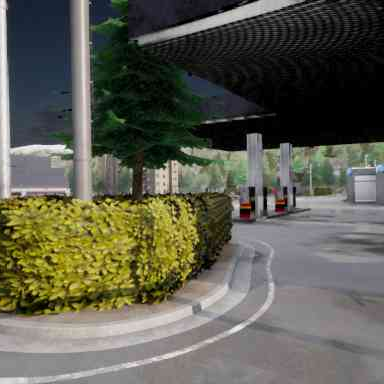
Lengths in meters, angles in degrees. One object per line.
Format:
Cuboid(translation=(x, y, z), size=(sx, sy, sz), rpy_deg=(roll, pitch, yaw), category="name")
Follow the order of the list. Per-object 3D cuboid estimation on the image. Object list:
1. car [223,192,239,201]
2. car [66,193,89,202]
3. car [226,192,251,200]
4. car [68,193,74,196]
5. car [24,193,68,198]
Cuboid(translation=(7.434, 0.850, 63.913), size=(5.027, 1.636, 2.152), rpy_deg=(-1, 1, 35), category="car")
Cuboid(translation=(-22.897, 1.103, 66.486), size=(4.605, 1.855, 1.932), rpy_deg=(-1, 1, 35), category="car")
Cuboid(translation=(9.206, 0.811, 66.502), size=(4.514, 1.523, 2.007), rpy_deg=(-1, 1, 35), category="car")
Cuboid(translation=(-24.242, 1.123, 63.877), size=(3.866, 1.878, 1.905), rpy_deg=(-1, 1, 35), category="car")
Cuboid(translation=(-14.773, 1.183, 33.589), size=(3.866, 1.878, 1.905), rpy_deg=(-1, 1, 35), category="car")
